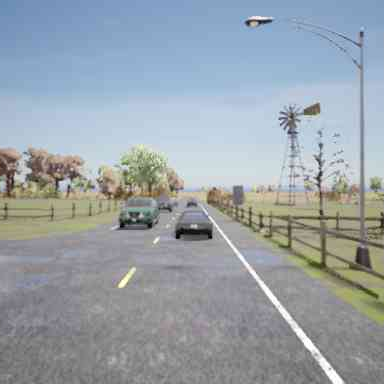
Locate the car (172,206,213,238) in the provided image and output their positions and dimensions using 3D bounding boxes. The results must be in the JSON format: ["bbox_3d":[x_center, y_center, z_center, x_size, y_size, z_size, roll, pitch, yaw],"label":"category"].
[{"bbox_3d":[0.106,1.706,18.752,1.994,1.385,4.181,0,0,0],"label":"car"}]

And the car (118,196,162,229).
[{"bbox_3d":[-3.591,1.398,23.340,2.150,2.045,5.566,0,-1,0],"label":"car"}]

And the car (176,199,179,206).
[{"bbox_3d":[-3.477,1.974,62.461,2.128,1.511,4.902,0,0,0],"label":"car"}]

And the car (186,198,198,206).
[{"bbox_3d":[0.021,1.937,57.870,1.837,1.490,4.892,0,0,0],"label":"car"}]

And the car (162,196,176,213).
[{"bbox_3d":[-3.572,1.539,42.476,2.150,2.045,5.566,0,0,0],"label":"car"}]

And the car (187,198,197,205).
[{"bbox_3d":[0.025,2.008,68.293,1.994,1.385,4.181,0,0,0],"label":"car"}]
